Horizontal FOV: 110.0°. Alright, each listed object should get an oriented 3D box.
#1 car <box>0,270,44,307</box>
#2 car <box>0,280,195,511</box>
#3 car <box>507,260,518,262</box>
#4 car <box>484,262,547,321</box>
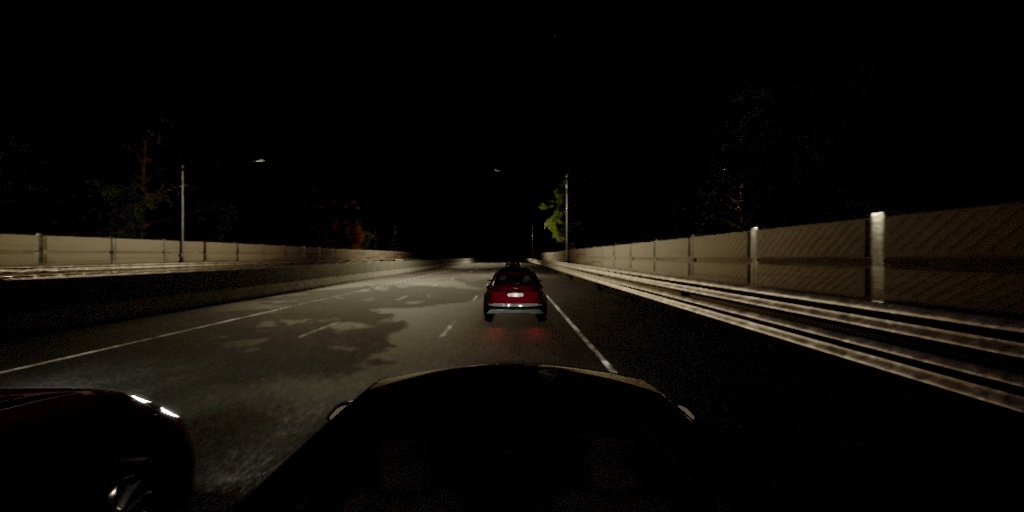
[{"bbox_3d":[-21.089,1.299,12.711,2.033,1.411,5.357,0,0,0],"label":"car"},{"bbox_3d":[-3.399,1.101,0.742,2.097,1.767,4.553,0,0,0],"label":"car"},{"bbox_3d":[0.103,1.265,42.825,1.837,1.490,4.892,0,0,0],"label":"car"},{"bbox_3d":[0.101,1.182,12.530,2.033,1.649,4.856,0,0,0],"label":"car"}]
